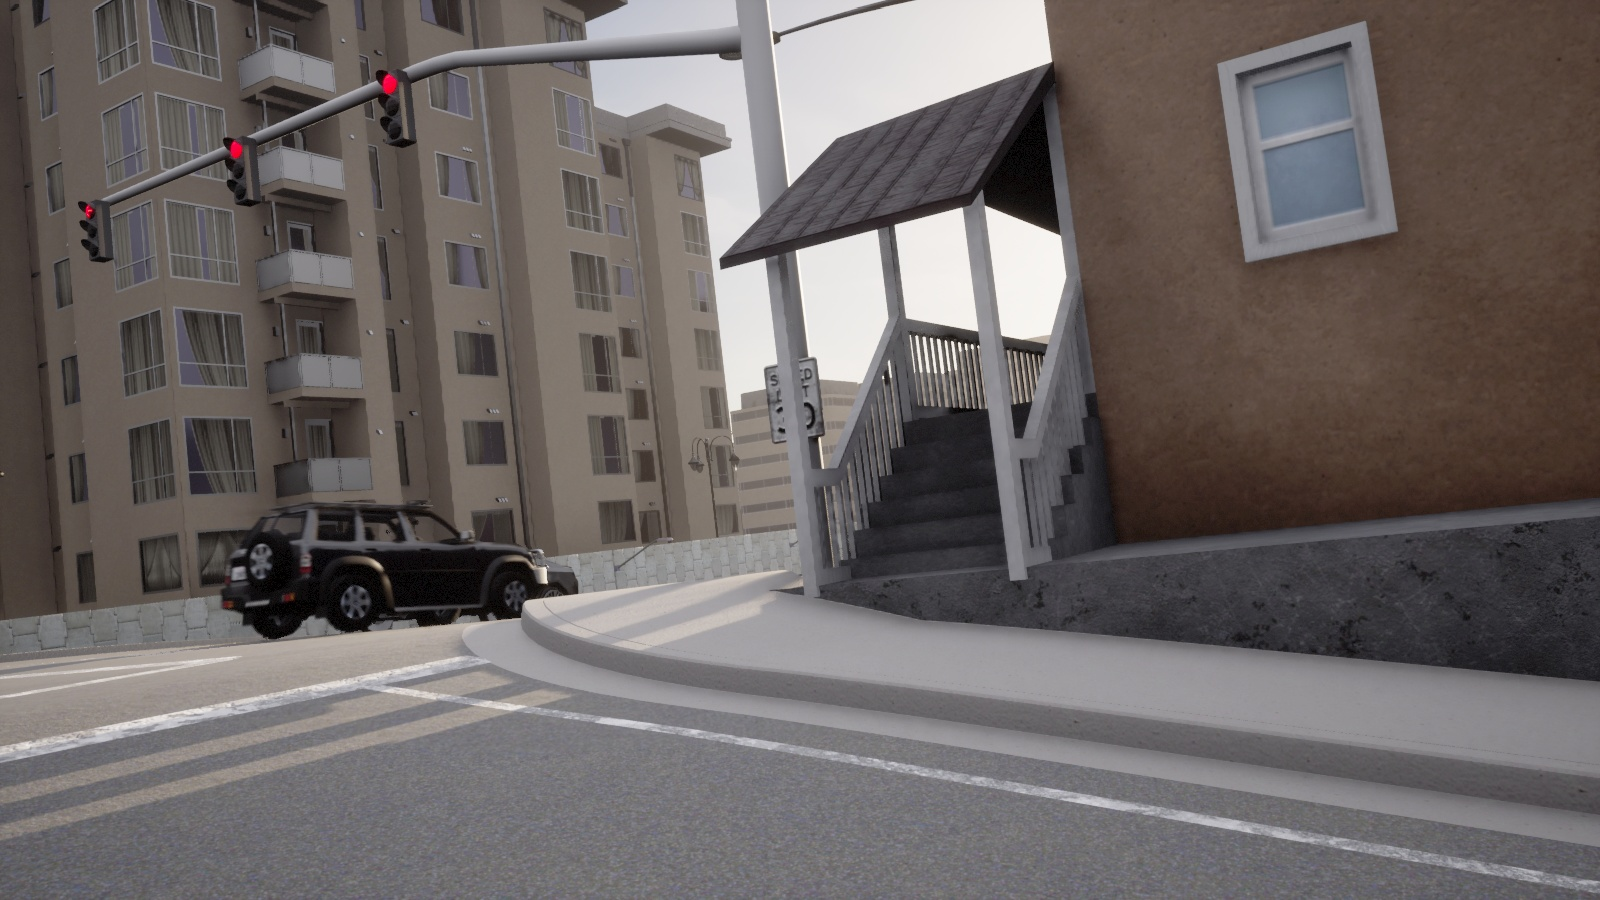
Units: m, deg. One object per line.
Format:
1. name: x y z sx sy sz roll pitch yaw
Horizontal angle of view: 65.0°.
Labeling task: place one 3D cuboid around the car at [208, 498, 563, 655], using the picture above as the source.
1. car: -5.846 1.808 18.248 1.932 1.855 4.605 -10 -9 33

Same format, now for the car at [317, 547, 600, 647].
1. car: -6.309 2.718 23.755 2.128 1.511 4.902 -10 -9 33
